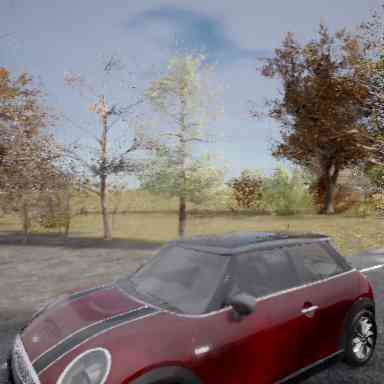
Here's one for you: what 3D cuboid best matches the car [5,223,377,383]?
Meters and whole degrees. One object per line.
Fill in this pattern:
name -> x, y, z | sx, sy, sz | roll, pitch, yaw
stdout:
car -> 0.283, 1.351, 4.158 | 4.553, 1.767, 2.097 | 0, 0, -35
